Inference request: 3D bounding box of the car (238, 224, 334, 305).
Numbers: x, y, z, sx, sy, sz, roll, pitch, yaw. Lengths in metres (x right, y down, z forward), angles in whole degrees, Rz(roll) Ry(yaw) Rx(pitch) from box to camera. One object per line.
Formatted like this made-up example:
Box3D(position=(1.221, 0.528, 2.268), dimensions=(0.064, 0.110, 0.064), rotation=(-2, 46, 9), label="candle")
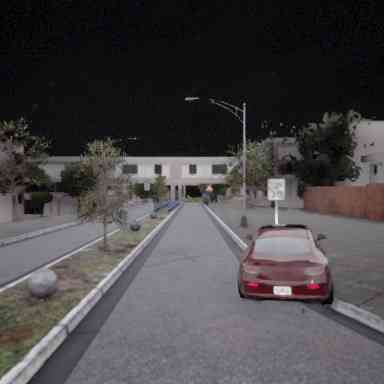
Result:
Box3D(position=(2.241, 1.497, 8.040), dimensions=(1.812, 1.442, 4.674), rotation=(-3, 1, 17), label="car")
